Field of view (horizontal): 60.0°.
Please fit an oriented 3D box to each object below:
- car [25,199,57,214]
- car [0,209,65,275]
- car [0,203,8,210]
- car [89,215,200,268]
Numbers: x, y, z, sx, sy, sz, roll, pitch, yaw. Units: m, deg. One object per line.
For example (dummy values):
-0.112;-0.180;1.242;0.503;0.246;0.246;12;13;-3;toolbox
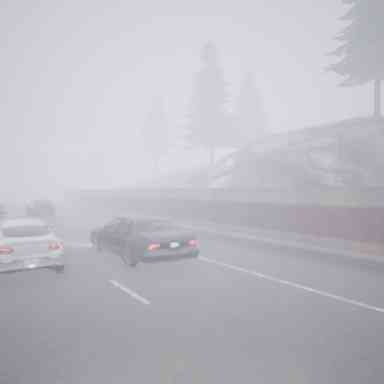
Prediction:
-12.273;1.340;26.955;1.837;1.490;4.892;0;1;-32;car
-5.014;1.463;9.709;1.812;1.442;4.674;0;0;-34;car
-13.136;1.402;21.773;2.033;1.411;5.357;0;0;-33;car
-1.859;1.489;11.279;2.033;1.411;5.357;0;0;-34;car
